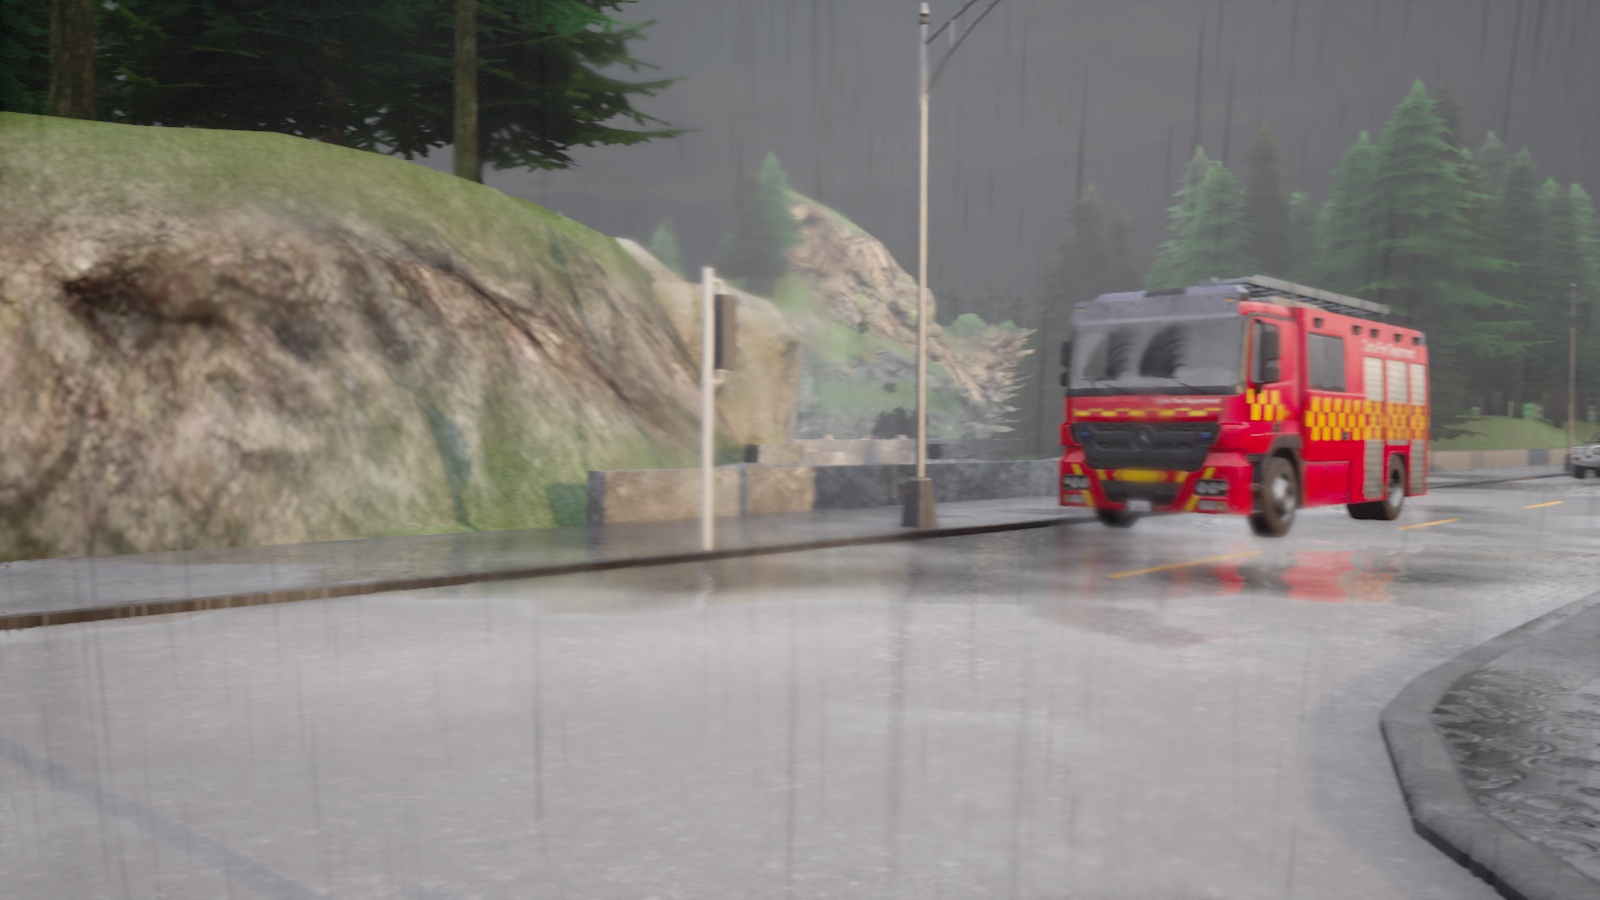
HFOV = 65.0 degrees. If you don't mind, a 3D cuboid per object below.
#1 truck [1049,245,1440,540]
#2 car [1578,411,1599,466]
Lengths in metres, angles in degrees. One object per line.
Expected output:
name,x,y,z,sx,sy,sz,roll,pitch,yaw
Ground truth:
truck,7.559,-0.828,20.399,2.891,3.827,8.468,0,1,42
car,28.570,-0.418,43.363,1.932,1.855,4.605,0,1,45
